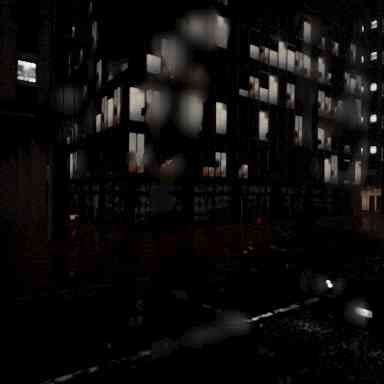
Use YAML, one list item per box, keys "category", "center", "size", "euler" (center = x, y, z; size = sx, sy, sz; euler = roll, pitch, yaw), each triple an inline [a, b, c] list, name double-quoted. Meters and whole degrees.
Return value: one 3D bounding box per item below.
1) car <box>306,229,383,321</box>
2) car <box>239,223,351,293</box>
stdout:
- category: "car"
  center: [4.924, 1.547, 6.893]
  size: [5.357, 1.411, 2.033]
  euler: [0, 0, -36]
- category: "car"
  center: [3.239, 1.545, 8.861]
  size: [4.507, 1.381, 1.887]
  euler: [0, 1, -36]
